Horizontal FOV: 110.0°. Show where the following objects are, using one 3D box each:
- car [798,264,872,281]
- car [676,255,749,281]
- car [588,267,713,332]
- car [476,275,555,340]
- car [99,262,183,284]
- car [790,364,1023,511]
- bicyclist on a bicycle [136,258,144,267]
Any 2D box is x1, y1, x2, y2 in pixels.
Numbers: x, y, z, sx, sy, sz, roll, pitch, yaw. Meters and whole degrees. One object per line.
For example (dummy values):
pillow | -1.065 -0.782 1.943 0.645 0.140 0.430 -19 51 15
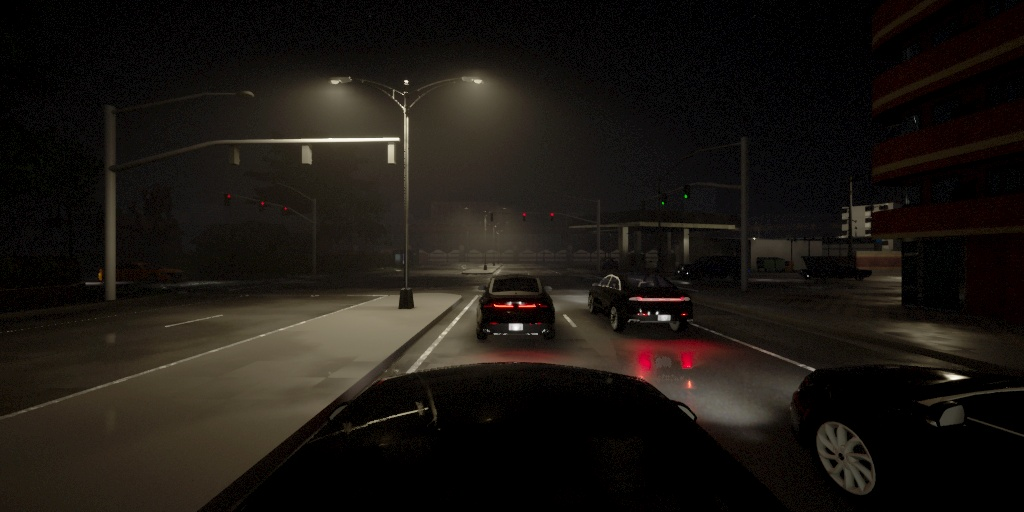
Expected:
car | 26.941 1.351 30.009 4.718 1.301 1.895 0 0 -1
car | 16.633 0.972 29.861 5.566 2.045 2.150 0 0 -1
car | 3.602 1.242 10.865 2.128 1.511 4.902 0 0 0
car | 0.096 1.255 10.010 1.837 1.490 4.892 0 0 0
car | -27.107 1.228 26.324 5.008 1.535 1.882 0 0 0
car | 3.600 1.255 1.457 1.837 1.490 4.892 0 0 0
bicyclist on a bicycle | -38.228 1.053 36.739 0.582 1.620 1.656 0 0 0
